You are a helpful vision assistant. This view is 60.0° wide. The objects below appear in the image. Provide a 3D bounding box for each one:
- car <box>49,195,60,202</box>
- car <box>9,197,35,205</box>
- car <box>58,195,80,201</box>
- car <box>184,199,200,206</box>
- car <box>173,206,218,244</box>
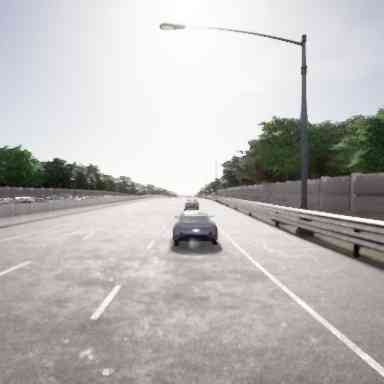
[{"bbox_3d":[-21.000,1.560,52.778,2.033,1.411,5.357,0,0,0],"label":"car"},{"bbox_3d":[-24.526,1.511,48.069,2.128,1.511,4.902,0,0,1],"label":"car"},{"bbox_3d":[-17.531,1.537,48.866,1.812,1.442,4.674,0,0,1],"label":"car"},{"bbox_3d":[0.003,1.546,42.309,2.033,1.411,5.357,0,0,0],"label":"car"},{"bbox_3d":[0.119,1.568,15.756,1.994,1.385,4.181,0,0,-1],"label":"car"}]
